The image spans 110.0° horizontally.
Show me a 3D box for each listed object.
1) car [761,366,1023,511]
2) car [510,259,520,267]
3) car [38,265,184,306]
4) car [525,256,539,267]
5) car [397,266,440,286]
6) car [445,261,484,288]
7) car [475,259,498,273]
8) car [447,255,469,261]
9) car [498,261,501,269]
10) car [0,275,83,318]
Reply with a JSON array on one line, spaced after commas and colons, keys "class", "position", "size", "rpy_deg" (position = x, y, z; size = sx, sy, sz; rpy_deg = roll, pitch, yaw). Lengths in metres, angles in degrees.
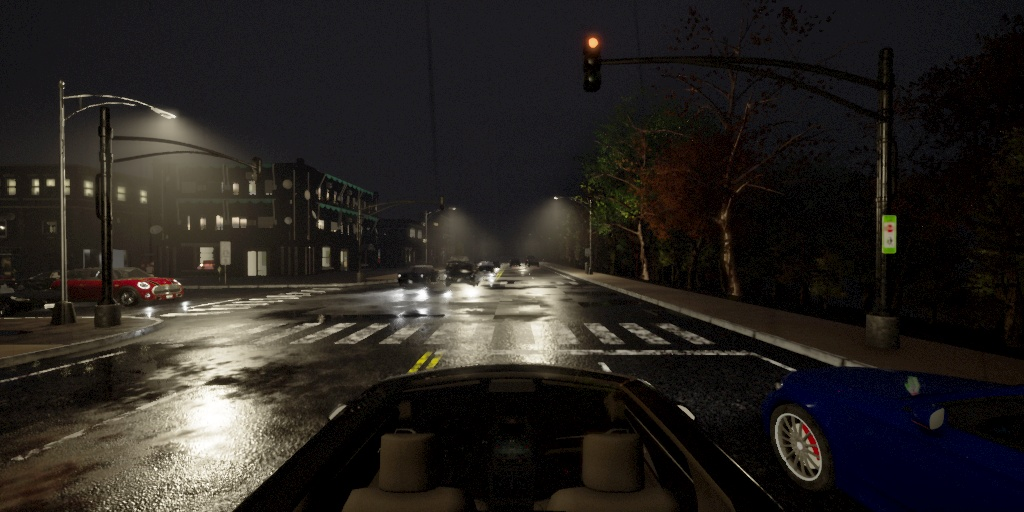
[{"class": "car", "position": [3.354, 1.276, 1.567], "size": [1.812, 1.442, 4.674], "rpy_deg": [0, 0, 1]}, {"class": "car", "position": [0.589, 1.229, 64.793], "size": [1.837, 1.490, 4.892], "rpy_deg": [0, 0, 0]}, {"class": "car", "position": [-17.993, 1.302, 16.466], "size": [4.553, 1.767, 2.097], "rpy_deg": [-1, 1, 0]}, {"class": "car", "position": [3.839, 1.202, 64.633], "size": [1.882, 1.535, 5.008], "rpy_deg": [0, 0, 1]}, {"class": "car", "position": [-6.422, 1.344, 24.963], "size": [1.895, 1.301, 4.718], "rpy_deg": [0, 0, 0]}, {"class": "car", "position": [-3.181, 1.250, 23.839], "size": [1.837, 1.490, 4.892], "rpy_deg": [0, -1, 0]}, {"class": "car", "position": [-3.037, 1.336, 42.204], "size": [1.895, 1.301, 4.718], "rpy_deg": [0, 0, 0]}, {"class": "car", "position": [-6.284, 0.956, 42.304], "size": [2.150, 2.045, 5.566], "rpy_deg": [0, 0, 0]}, {"class": "car", "position": [-2.891, 1.290, 57.725], "size": [1.994, 1.385, 4.181], "rpy_deg": [0, 0, 1]}, {"class": "car", "position": [-19.857, 1.564, 13.749], "size": [4.313, 1.339, 1.948], "rpy_deg": [0, 0, 1]}]
